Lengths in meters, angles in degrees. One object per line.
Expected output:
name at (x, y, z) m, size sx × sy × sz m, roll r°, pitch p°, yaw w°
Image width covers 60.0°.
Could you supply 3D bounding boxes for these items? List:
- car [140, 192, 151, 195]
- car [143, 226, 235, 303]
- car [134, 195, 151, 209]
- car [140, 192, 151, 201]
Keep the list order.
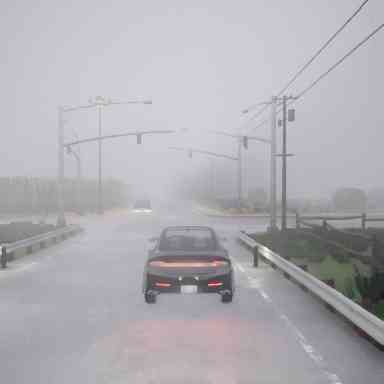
car at (-7.605, 1.254, 52.876) m, size 1.812 × 1.442 × 4.674 m, roll 0°, pitch 1°, yaw -7°
car at (-0.098, 1.613, 8.444) m, size 2.128 × 1.511 × 4.902 m, roll 0°, pitch -2°, yaw -1°
car at (-6.360, 1.470, 42.916) m, size 1.994 × 1.385 × 4.181 m, roll 0°, pitch 1°, yaw -7°
car at (-9.295, 0.837, 66.535) m, size 2.097 × 1.767 × 4.553 m, roll 0°, pitch 1°, yaw -7°
